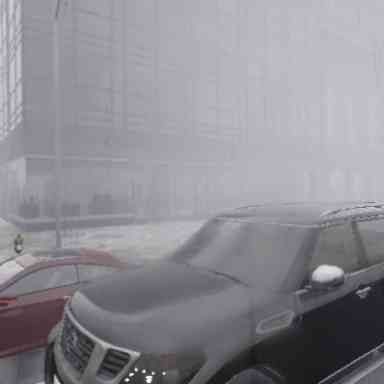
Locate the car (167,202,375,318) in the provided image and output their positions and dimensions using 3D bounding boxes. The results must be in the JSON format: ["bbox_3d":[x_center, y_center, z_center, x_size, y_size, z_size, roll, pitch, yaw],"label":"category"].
[{"bbox_3d":[2.107,1.258,8.164,5.009,1.841,2.192,-1,0,-36],"label":"car"}]

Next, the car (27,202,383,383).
[{"bbox_3d":[1.197,1.192,4.237,5.566,2.045,2.150,-1,0,-36],"label":"car"}]

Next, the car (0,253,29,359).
[{"bbox_3d":[-2.304,1.574,5.010,4.206,1.307,1.802,-1,0,-36],"label":"car"}]
